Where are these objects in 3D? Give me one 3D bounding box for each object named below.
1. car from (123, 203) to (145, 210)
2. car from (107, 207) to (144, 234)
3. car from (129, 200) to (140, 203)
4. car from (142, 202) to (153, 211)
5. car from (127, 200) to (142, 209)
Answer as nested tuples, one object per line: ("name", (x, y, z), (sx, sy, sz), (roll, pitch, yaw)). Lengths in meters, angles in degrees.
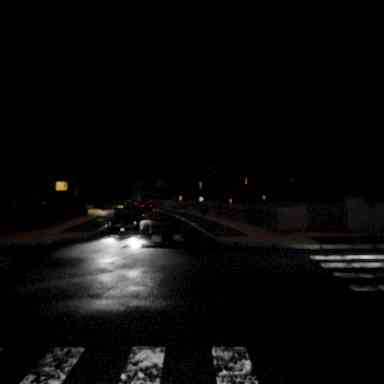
("car", (-6.043, 2.062, 33.680), (1.994, 1.385, 4.181), (0, -1, -10))
("car", (-4.268, 1.896, 21.407), (1.895, 1.301, 4.718), (0, -1, -7))
("car", (-8.413, 2.230, 45.264), (1.812, 1.442, 4.674), (0, -1, -14))
("car", (-7.512, 2.362, 53.469), (1.812, 1.442, 4.674), (0, -2, -16))
("car", (-11.458, 2.434, 66.018), (2.097, 1.767, 4.553), (0, -1, -19))
